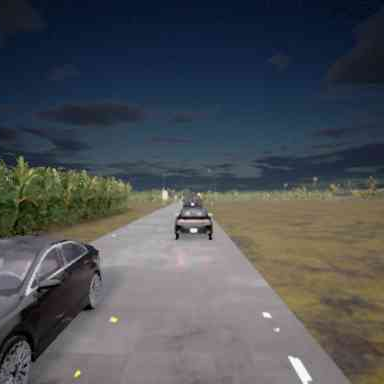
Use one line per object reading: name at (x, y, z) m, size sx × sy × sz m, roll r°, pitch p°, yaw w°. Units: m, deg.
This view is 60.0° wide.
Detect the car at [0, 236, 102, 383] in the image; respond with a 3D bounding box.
car at (-2.751, 1.498, 4.982) m, size 2.128 × 1.511 × 4.902 m, roll 0°, pitch 0°, yaw 0°

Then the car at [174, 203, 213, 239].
car at (0.081, 1.545, 17.527) m, size 2.128 × 1.511 × 4.902 m, roll 0°, pitch 0°, yaw 0°

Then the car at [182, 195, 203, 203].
car at (0.073, 1.380, 36.771) m, size 2.150 × 2.045 × 5.566 m, roll 0°, pitch 0°, yaw 0°
